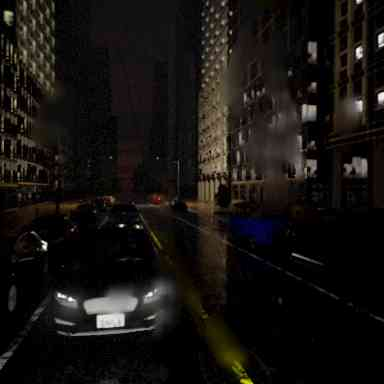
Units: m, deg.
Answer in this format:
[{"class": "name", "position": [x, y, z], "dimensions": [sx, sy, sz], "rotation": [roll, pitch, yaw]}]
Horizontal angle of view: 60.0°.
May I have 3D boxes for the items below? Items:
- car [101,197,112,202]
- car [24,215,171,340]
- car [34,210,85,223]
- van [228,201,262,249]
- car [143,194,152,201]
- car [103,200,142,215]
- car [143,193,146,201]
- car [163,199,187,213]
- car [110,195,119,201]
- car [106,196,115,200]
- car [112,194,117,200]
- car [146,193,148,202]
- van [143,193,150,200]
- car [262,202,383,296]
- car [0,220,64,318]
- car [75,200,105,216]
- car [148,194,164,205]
[{"class": "car", "position": [-9.817, 1.533, 34.959], "dimensions": [2.008, 1.369, 4.403], "rotation": [-1, 0, -11]}, {"class": "car", "position": [-1.590, 1.488, 6.930], "dimensions": [2.128, 1.511, 4.902], "rotation": [0, 0, -11]}, {"class": "car", "position": [-5.378, 1.576, 12.662], "dimensions": [1.802, 1.307, 4.206], "rotation": [-1, 0, -11]}, {"class": "van", "position": [2.839, 1.332, 14.298], "dimensions": [1.690, 1.788, 3.998], "rotation": [-1, 0, -11]}, {"class": "car", "position": [-11.587, 1.387, 86.763], "dimensions": [1.967, 1.590, 4.097], "rotation": [-1, 0, -11]}, {"class": "car", "position": [-4.163, 1.467, 20.384], "dimensions": [1.882, 1.535, 5.008], "rotation": [0, 0, -11]}, {"class": "car", "position": [-9.367, 1.395, 75.615], "dimensions": [1.967, 1.590, 4.097], "rotation": [-1, 0, -11]}, {"class": "car", "position": [-1.597, 1.530, 36.595], "dimensions": [2.008, 1.369, 4.403], "rotation": [-1, 0, -11]}, {"class": "car", "position": [-19.805, 1.501, 85.127], "dimensions": [2.008, 1.369, 4.403], "rotation": [-1, 0, -11]}, {"class": "car", "position": [-12.036, 1.558, 46.107], "dimensions": [1.802, 1.307, 4.206], "rotation": [-1, 0, -11]}, {"class": "car", "position": [-13.147, 1.413, 51.681], "dimensions": [1.967, 1.590, 4.097], "rotation": [-1, 0, -11]}, {"class": "car", "position": [-7.149, 1.278, 64.466], "dimensions": [2.192, 1.841, 5.009], "rotation": [-1, 0, -11]}, {"class": "van", "position": [-12.697, 1.284, 92.337], "dimensions": [1.690, 1.788, 3.998], "rotation": [-1, 0, -11]}, {"class": "car", "position": [3.949, 1.309, 8.723], "dimensions": [2.192, 1.841, 5.009], "rotation": [-1, 0, -11]}, {"class": "car", "position": [-4.269, 1.548, 7.087], "dimensions": [2.008, 1.369, 4.403], "rotation": [-1, 0, -11]}, {"class": "car", "position": [-7.598, 1.539, 23.810], "dimensions": [2.008, 1.369, 4.403], "rotation": [-1, 0, -11]}, {"class": "car", "position": [-6.039, 1.281, 58.892], "dimensions": [2.192, 1.841, 5.009], "rotation": [-1, 0, -11]}]
